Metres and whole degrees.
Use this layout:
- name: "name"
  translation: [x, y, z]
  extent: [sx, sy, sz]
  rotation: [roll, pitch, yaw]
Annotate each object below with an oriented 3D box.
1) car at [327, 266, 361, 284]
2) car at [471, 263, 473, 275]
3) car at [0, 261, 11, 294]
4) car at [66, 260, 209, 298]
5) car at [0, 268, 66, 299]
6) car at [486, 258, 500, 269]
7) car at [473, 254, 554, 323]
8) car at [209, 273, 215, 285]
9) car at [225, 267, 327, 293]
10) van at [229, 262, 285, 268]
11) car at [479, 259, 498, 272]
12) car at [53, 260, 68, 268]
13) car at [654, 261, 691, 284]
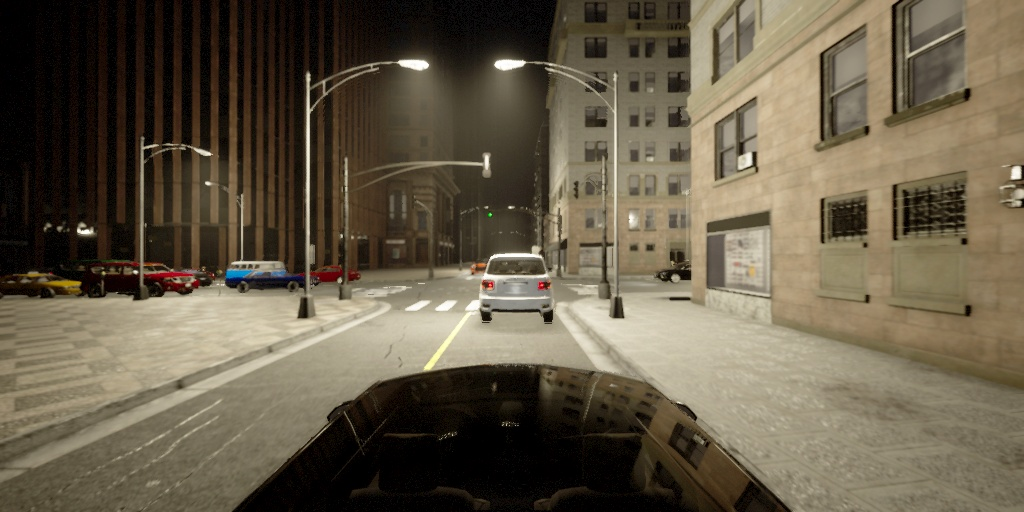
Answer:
- name: "car"
  translation: [-13.963, 1.448, 27.459]
  extent: [4.507, 1.381, 1.888]
  rotation: [0, 0, 0]
- name: "car"
  translation: [-3.091, 1.058, 37.977]
  extent: [2.097, 1.767, 4.553]
  rotation: [0, 0, 1]
- name: "car"
  translation: [-34.456, 1.350, 21.603]
  extent: [5.566, 2.045, 2.150]
  rotation: [-1, 0, 0]
- name: "car"
  translation: [-19.614, 1.253, 18.957]
  extent: [5.009, 1.841, 2.192]
  rotation: [0, 0, 0]
- name: "car"
  translation: [-25.068, 1.532, 18.981]
  extent: [4.829, 1.417, 1.751]
  rotation: [0, 0, 0]
- name: "car"
  translation: [-2.965, 1.156, 56.361]
  extent: [1.837, 1.490, 4.892]
  rotation: [0, 0, 1]
- name: "car"
  translation: [0.231, 0.964, 12.326]
  extent: [2.150, 2.045, 5.566]
  rotation: [0, 0, 3]
- name: "car"
  translation: [-23.286, 1.569, 24.692]
  extent: [4.181, 1.385, 1.994]
  rotation: [-1, 0, 1]
- name: "car"
  translation: [-14.136, 1.483, 21.505]
  extent: [4.718, 1.301, 1.895]
  rotation: [-1, 0, 0]
- name: "van"
  translation: [-19.587, 1.312, 27.483]
  extent: [3.998, 1.789, 1.690]
  rotation: [0, 0, 0]
- name: "car"
  translation: [-3.040, 1.173, 47.056]
  extent: [2.128, 1.511, 4.902]
  rotation: [0, 0, 0]
- name: "car"
  translation: [-24.101, 1.225, 21.540]
  extent: [5.566, 2.045, 2.150]
  rotation: [-1, 0, -1]
- name: "car"
  translation: [12.280, 1.082, 24.595]
  extent: [4.892, 1.490, 1.837]
  rotation: [-1, 0, 0]
